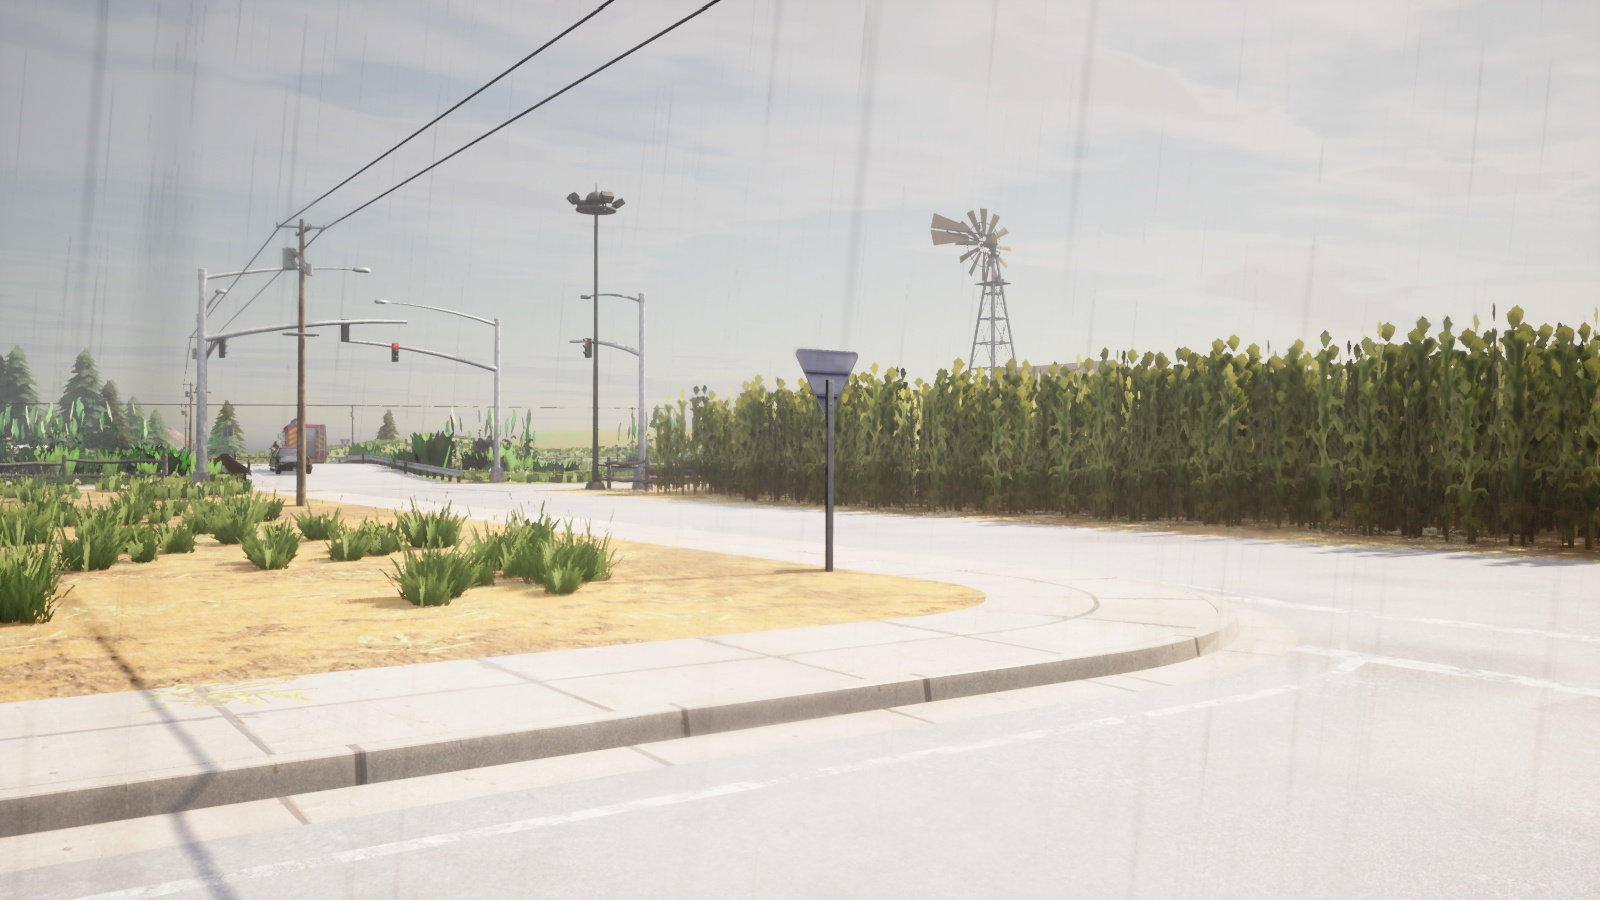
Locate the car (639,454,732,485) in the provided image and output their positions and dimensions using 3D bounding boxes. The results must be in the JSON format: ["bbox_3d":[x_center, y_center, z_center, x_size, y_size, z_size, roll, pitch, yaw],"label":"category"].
[{"bbox_3d":[-5.631,0.948,61.796,4.193,1.474,1.816,0,0,-34],"label":"car"}]

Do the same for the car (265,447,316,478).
[{"bbox_3d":[-28.228,0.655,69.513,2.033,1.411,5.357,0,3,-28],"label":"car"}]
